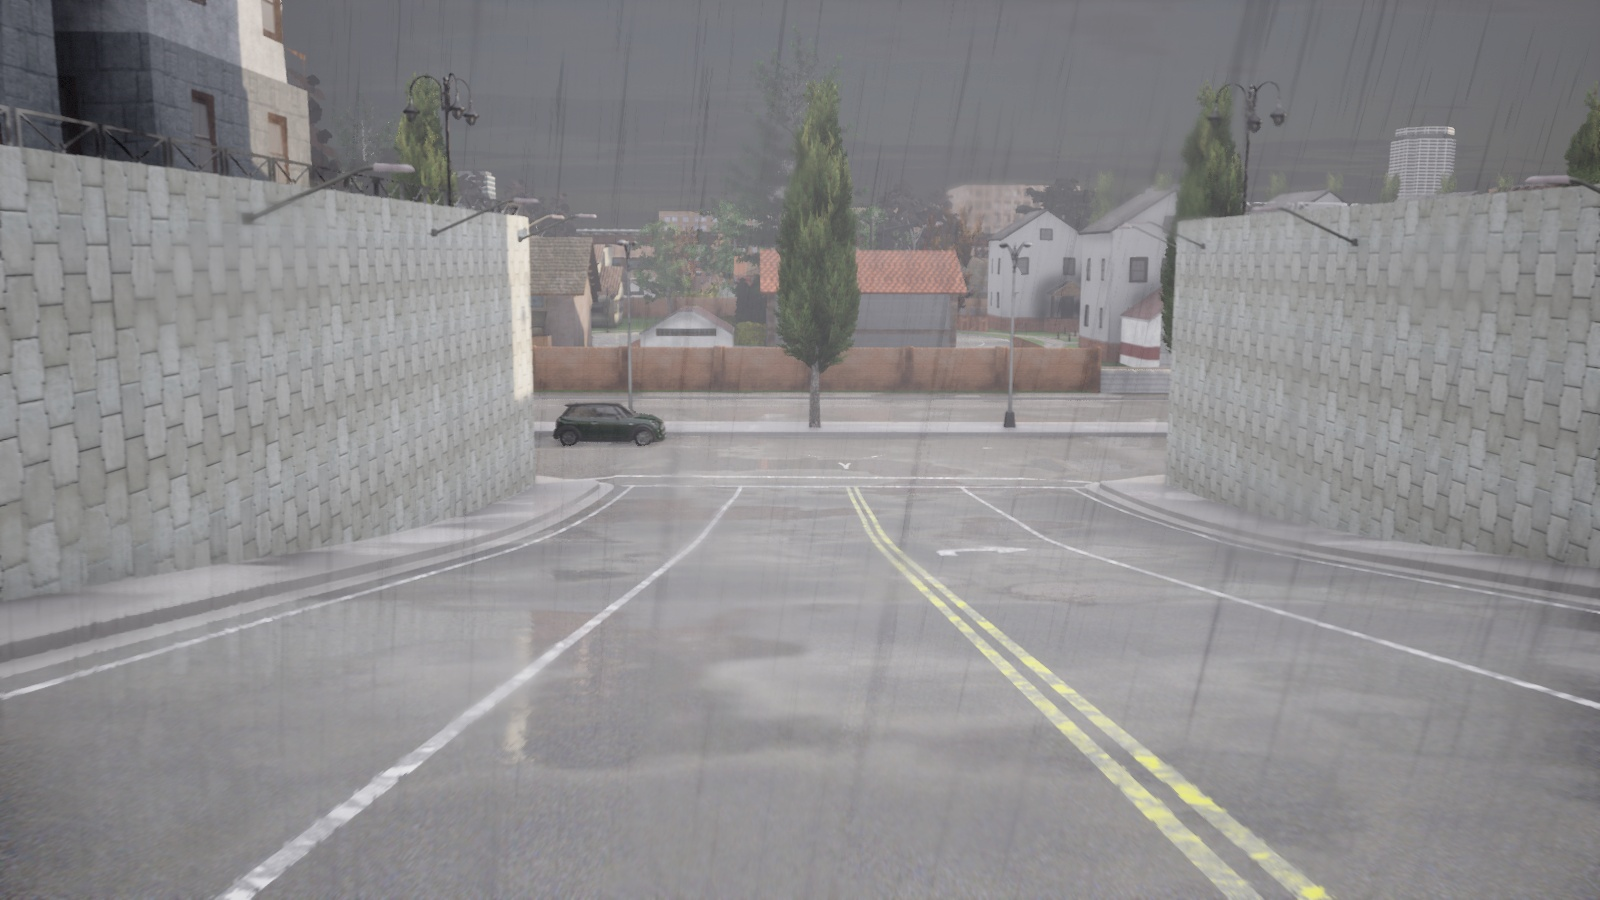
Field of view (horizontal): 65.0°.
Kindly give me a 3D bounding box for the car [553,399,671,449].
[{"bbox_3d":[-7.699,-1.099,51.901,4.553,1.767,2.097,0,9,-1],"label":"car"}]
